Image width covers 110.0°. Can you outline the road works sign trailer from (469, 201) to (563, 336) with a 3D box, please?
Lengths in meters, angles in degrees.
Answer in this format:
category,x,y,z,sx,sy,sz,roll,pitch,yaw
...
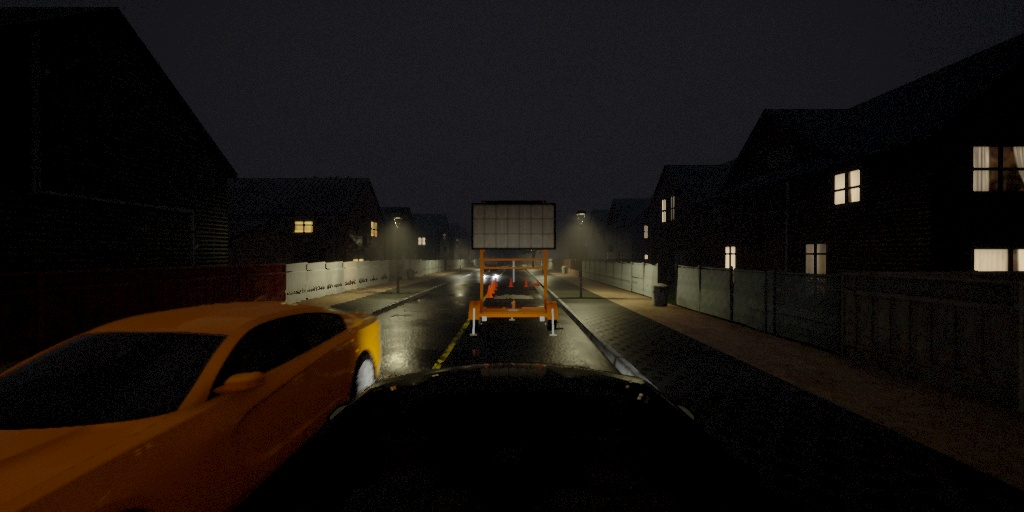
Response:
category,x,y,z,sx,sy,sz,roll,pitch,yaw
road works sign trailer,0.049,0.214,10.396,2.380,3.560,2.880,0,0,1

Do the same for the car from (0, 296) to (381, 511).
category,x,y,z,sx,sy,sz,roll,pitch,yaw
car,-2.845,1.227,3.233,1.882,1.535,5.008,0,0,0

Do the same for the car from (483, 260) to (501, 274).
category,x,y,z,sx,sy,sz,roll,pitch,yaw
car,-2.641,1.440,43.382,1.895,1.301,4.718,0,0,0
